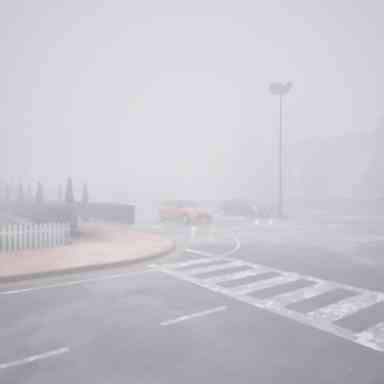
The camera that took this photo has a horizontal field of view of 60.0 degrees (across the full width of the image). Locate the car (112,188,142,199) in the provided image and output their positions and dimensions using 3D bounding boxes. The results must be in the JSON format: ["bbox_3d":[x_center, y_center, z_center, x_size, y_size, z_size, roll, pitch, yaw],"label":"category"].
[{"bbox_3d":[-9.785,0.756,47.984,2.033,1.411,5.357,0,5,-37],"label":"car"}]

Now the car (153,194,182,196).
[{"bbox_3d":[-2.089,1.379,37.764,1.882,1.535,5.008,0,1,-37],"label":"car"}]

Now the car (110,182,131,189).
[{"bbox_3d":[-14.693,-1.302,66.329,1.882,1.535,5.008,0,7,-37],"label":"car"}]

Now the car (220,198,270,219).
[{"bbox_3d":[4.588,1.345,28.956,2.097,1.767,4.553,0,0,-37],"label":"car"}]

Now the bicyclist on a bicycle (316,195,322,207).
[{"bbox_3d":[18.175,1.288,47.417,1.656,1.620,0.582,0,0,-37],"label":"bicyclist on a bicycle"}]

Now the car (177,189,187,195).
[{"bbox_3d":[-3.105,0.060,62.550,1.895,1.301,4.718,0,7,-37],"label":"car"}]

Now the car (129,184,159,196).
[{"bbox_3d":[-8.435,0.056,57.990,2.033,1.411,5.357,0,6,-37],"label":"car"}]

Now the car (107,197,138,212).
[{"bbox_3d":[-7.315,1.521,33.064,1.895,1.301,4.718,0,1,-37],"label":"car"}]

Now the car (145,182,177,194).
[{"bbox_3d":[-5.630,-0.272,60.085,2.150,2.045,5.566,0,6,-37],"label":"car"}]

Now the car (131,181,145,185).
[{"bbox_3d":[-11.868,-1.422,68.396,2.097,1.767,4.553,0,7,-37],"label":"car"}]

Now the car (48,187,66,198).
[{"bbox_3d":[-20.179,0.014,50.250,1.895,1.301,4.718,0,7,-36],"label":"car"}]

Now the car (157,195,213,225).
[{"bbox_3d":[-0.523,1.350,24.108,2.097,1.767,4.553,0,0,-37],"label":"car"}]

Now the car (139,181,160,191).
[{"bbox_3d":[-9.093,-1.363,70.529,2.128,1.511,4.902,0,7,-37],"label":"car"}]
